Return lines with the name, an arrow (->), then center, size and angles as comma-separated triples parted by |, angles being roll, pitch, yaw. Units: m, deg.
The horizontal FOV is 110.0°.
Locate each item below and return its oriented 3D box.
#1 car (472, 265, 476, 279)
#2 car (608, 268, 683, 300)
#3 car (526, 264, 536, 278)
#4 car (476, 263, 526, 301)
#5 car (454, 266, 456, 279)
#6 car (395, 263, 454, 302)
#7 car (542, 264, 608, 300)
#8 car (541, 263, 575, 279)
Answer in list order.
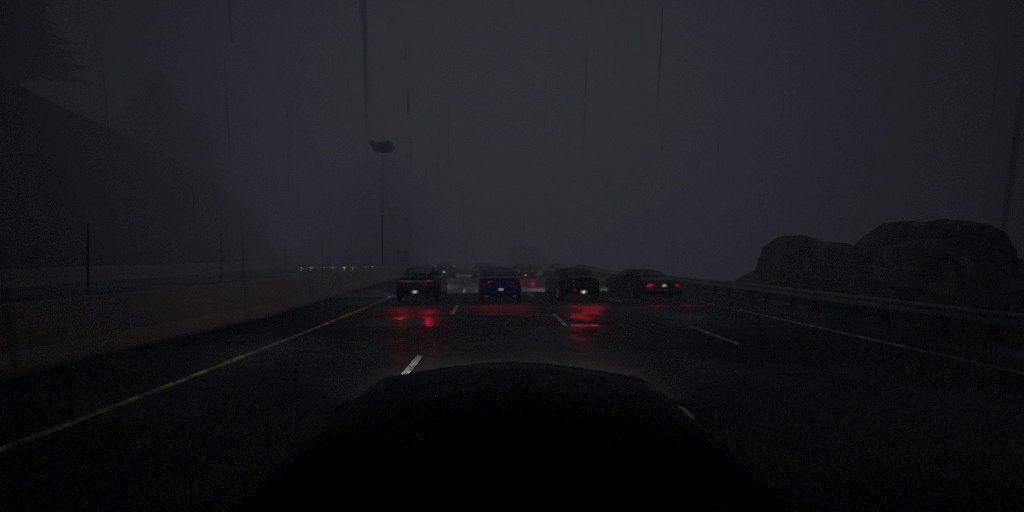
car -> -2.628, 1.323, 32.865 | 1.994, 1.385, 4.181 | 0, 0, -10
car -> 6.315, 1.314, 17.848 | 2.033, 1.411, 5.357 | 0, 0, -5
car -> 0.819, 1.367, 33.477 | 1.895, 1.301, 4.718 | 0, 0, -10
car -> -0.660, 1.235, 17.263 | 1.882, 1.535, 5.008 | 0, 0, -5
car -> -6.079, 1.323, 32.282 | 1.994, 1.385, 4.181 | 0, 0, -10
car -> -4.148, 1.246, 16.970 | 2.128, 1.511, 4.902 | 0, 0, -5
car -> 2.828, 1.267, 17.555 | 1.837, 1.490, 4.892 | 0, 0, -5
car -> 4.270, 1.367, 34.059 | 1.895, 1.301, 4.718 | 0, 0, -10
